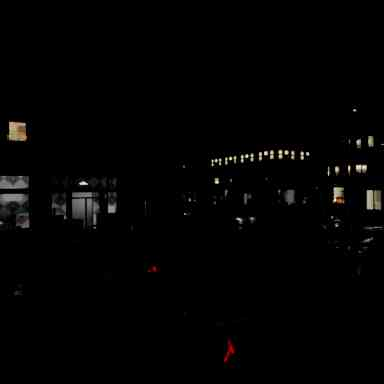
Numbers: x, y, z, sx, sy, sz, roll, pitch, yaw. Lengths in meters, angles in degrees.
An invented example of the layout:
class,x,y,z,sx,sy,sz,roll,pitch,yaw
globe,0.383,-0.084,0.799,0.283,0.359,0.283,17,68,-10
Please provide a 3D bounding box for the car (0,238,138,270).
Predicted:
class,x,y,z,sx,sy,sz,roll,pitch,yaw
car,-2.683,1.565,5.843,4.181,1.385,1.994,0,0,-29

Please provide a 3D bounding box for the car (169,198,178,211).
class,x,y,z,sx,sy,sz,roll,pitch,yaw
car,-1.362,1.996,46.970,1.812,1.442,4.674,-1,0,-29

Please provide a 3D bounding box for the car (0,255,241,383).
class,x,y,z,sx,sy,sz,roll,pitch,yaw
car,-1.627,1.565,2.706,4.181,1.385,1.994,0,0,-29

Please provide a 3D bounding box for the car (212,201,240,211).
class,x,y,z,sx,sy,sz,roll,pitch,yaw
car,4.839,1.967,47.709,1.802,1.307,4.206,-1,0,-29

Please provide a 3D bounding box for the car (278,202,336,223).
class,x,y,z,sx,sy,sz,roll,pitch,yaw
car,9.520,1.708,27.606,2.128,1.511,4.902,-1,0,-29

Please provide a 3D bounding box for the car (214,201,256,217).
class,x,y,z,sx,sy,sz,roll,pitch,yaw
car,4.429,1.814,36.652,1.882,1.535,5.008,-1,0,-29

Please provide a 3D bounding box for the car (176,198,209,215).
class,x,y,z,sx,sy,sz,roll,pitch,yaw
car,0.249,1.847,38.773,1.967,1.590,4.097,-1,0,-29

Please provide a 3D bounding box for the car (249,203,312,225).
class,x,y,z,sx,sy,sz,roll,pitch,yaw
car,6.955,1.814,26.621,1.947,1.339,4.313,-1,0,-29

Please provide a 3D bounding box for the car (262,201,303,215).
class,x,y,z,sx,sy,sz,roll,pitch,yaw
car,10.269,1.810,38.063,2.008,1.369,4.403,-1,0,-29
